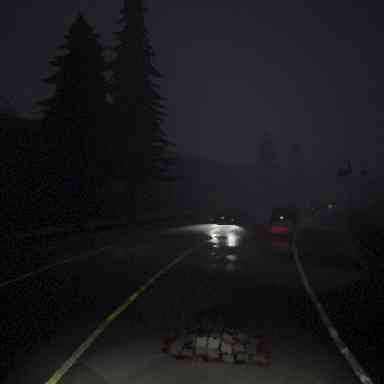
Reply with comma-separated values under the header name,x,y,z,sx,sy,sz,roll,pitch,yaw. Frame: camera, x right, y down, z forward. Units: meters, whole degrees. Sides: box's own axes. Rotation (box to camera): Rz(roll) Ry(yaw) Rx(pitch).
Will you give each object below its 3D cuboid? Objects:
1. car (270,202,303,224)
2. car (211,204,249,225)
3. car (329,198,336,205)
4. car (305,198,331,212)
name,x,y,z,sx,sy,sz,roll,pitch,yaw
car,7.231,1.567,25.411,1.837,1.490,4.892,0,0,24
car,2.879,1.600,24.711,1.994,1.385,4.181,0,0,23
car,24.524,1.726,59.909,1.812,1.442,4.674,0,0,40
car,15.329,1.726,40.823,1.895,1.301,4.718,0,0,31
